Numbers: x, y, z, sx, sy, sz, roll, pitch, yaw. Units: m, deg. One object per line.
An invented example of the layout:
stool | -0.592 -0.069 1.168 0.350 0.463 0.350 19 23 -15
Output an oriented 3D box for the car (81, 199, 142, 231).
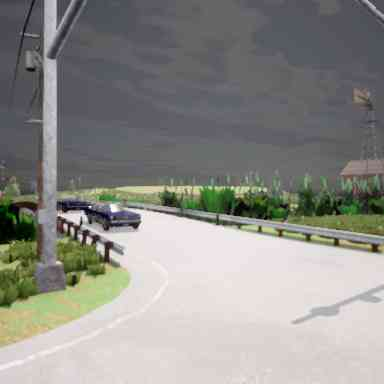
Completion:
car | -4.531 1.279 18.748 1.895 1.301 4.718 0 2 -32

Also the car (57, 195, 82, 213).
car | -9.829 0.984 27.291 1.895 1.301 4.718 0 1 -31

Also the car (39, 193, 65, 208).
car | -16.038 0.977 37.847 2.128 1.511 4.902 0 -2 -30
